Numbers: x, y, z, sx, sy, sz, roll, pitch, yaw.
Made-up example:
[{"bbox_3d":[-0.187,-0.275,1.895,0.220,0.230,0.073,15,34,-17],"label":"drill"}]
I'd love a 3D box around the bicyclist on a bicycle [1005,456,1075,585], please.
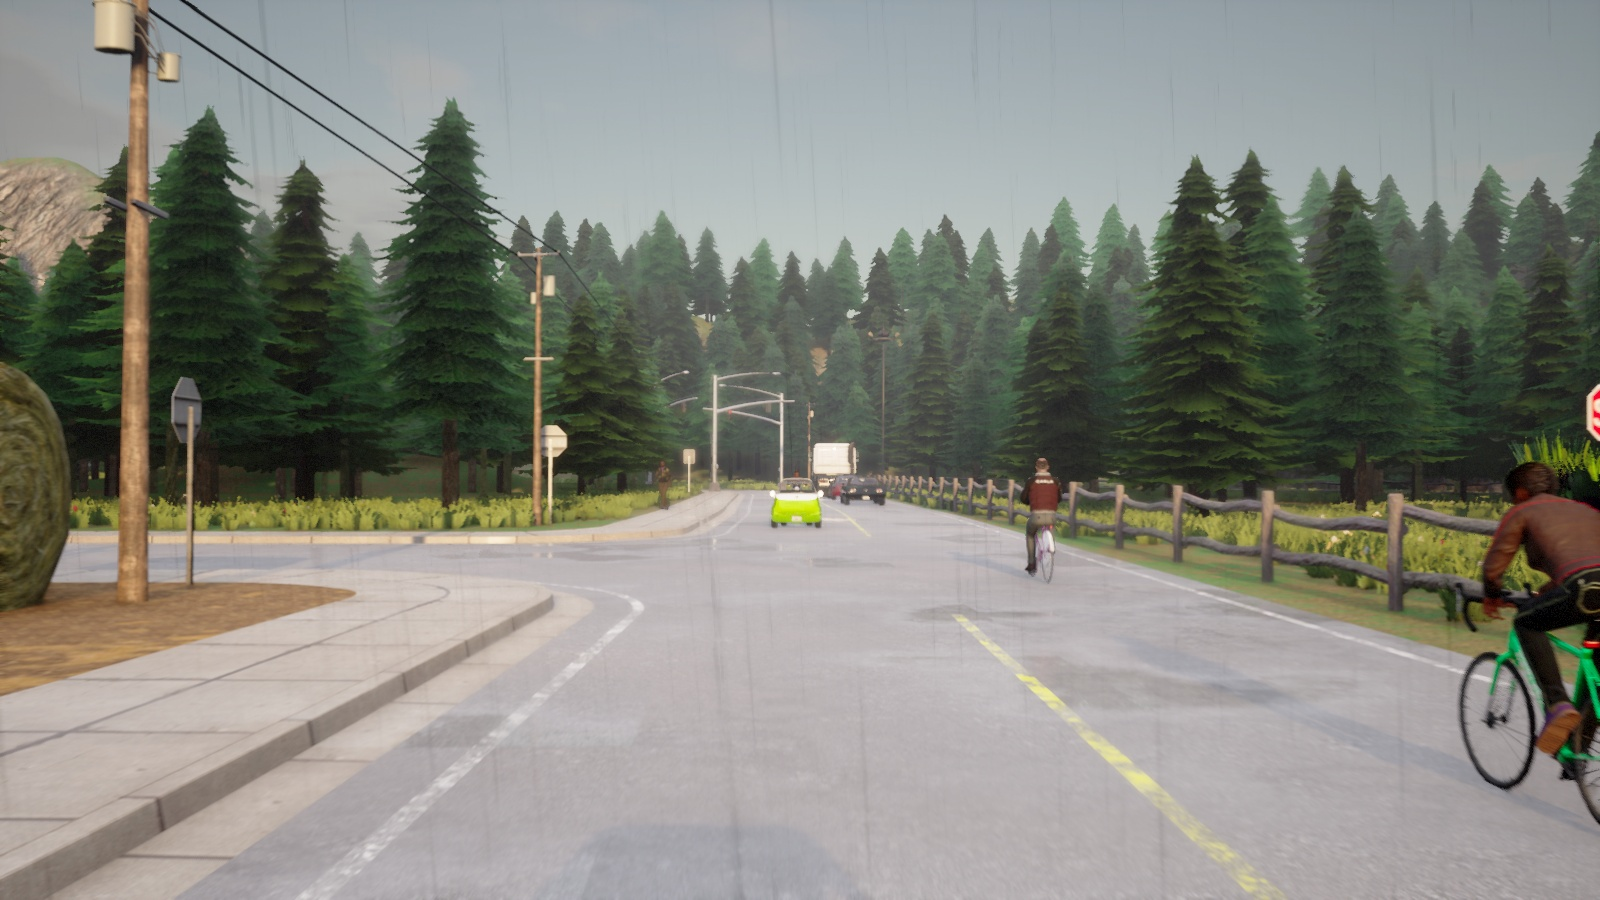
[{"bbox_3d":[3.458,0.979,18.237,0.659,1.776,1.843,0,-1,0],"label":"bicyclist on a bicycle"}]

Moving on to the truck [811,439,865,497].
[{"bbox_3d":[2.317,1.163,79.561,2.891,3.462,7.936,0,-1,-2],"label":"truck"}]

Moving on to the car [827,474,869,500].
[{"bbox_3d":[2.629,2.041,69.546,1.994,1.385,4.181,0,-1,-2],"label":"car"}]

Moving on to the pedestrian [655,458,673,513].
[{"bbox_3d":[-4.782,1.235,44.239,0.395,1.930,0.692,0,-1,15],"label":"pedestrian"}]

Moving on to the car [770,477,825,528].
[{"bbox_3d":[-0.082,1.458,35.118,1.481,1.376,2.207,0,-1,0],"label":"car"}]

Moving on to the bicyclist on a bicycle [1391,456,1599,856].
[{"bbox_3d":[3.486,0.853,5.927,0.582,1.620,1.656,0,-1,0],"label":"bicyclist on a bicycle"}]

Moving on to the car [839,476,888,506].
[{"bbox_3d":[2.942,1.903,59.217,1.895,1.301,4.718,0,-1,-2],"label":"car"}]
